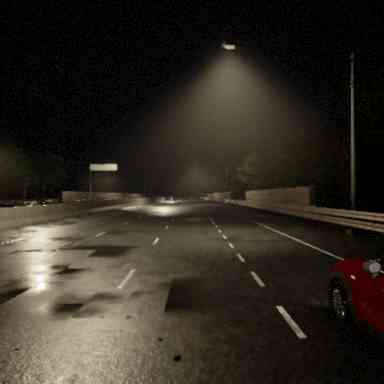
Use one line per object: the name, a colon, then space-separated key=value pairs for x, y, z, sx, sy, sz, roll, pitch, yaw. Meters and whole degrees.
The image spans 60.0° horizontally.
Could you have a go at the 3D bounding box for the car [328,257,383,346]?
car: x=3.601 y=1.392 z=4.417 sx=2.097 sy=1.767 sz=4.553 roll=0 pitch=-1 yaw=0

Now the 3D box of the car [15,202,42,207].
car: x=-17.575 y=1.822 z=35.755 sx=2.128 sy=1.511 sz=4.902 roll=0 pitch=-1 yaw=0
